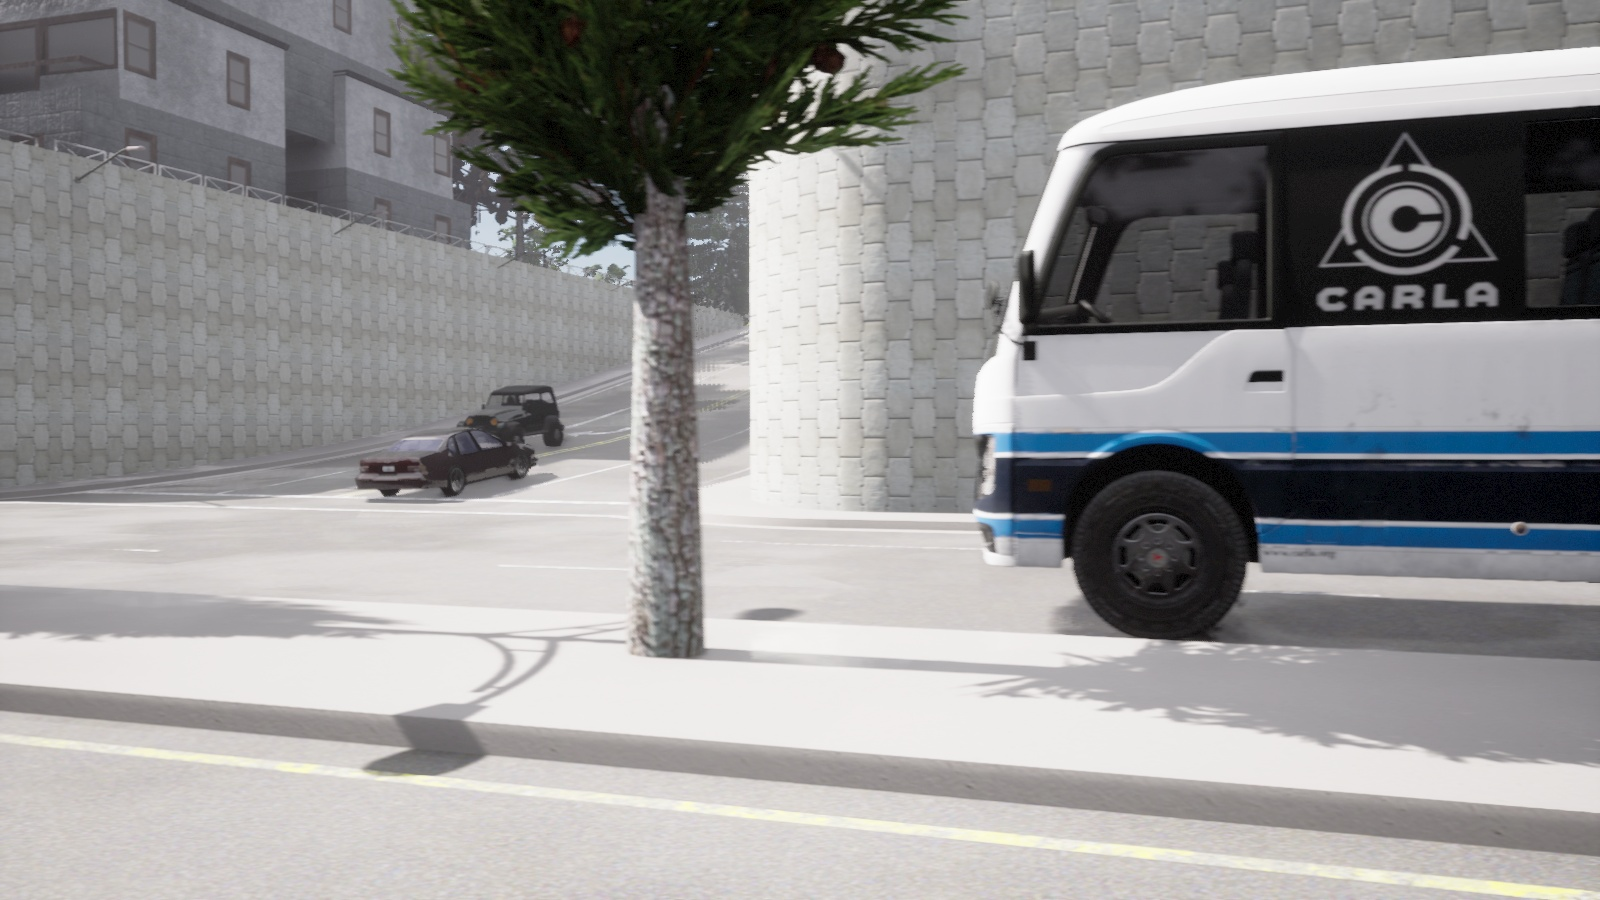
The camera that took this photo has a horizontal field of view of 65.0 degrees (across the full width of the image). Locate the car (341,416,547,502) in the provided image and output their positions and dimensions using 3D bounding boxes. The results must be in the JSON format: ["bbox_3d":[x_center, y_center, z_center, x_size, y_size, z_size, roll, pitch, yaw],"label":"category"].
[{"bbox_3d":[-8.058,0.122,29.114,2.033,1.411,5.357,0,6,16],"label":"car"}]

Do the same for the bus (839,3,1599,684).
[{"bbox_3d":[5.797,-0.683,9.663,10.273,4.253,3.944,1,1,19],"label":"bus"}]

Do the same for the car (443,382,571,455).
[{"bbox_3d":[-8.723,-1.011,37.754,1.905,1.878,3.866,1,6,19],"label":"car"}]
